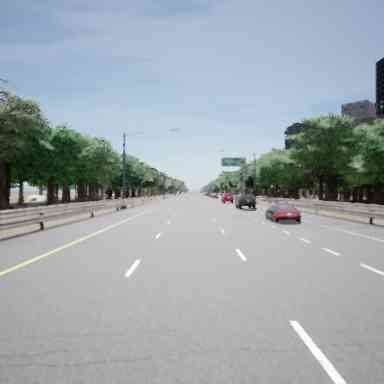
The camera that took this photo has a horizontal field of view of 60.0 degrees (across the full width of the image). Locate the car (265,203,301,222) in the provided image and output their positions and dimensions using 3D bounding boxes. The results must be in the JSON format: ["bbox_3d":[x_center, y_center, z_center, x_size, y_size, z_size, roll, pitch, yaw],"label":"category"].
[{"bbox_3d":[7.034,1.573,26.025,1.994,1.385,4.181,0,0,0],"label":"car"}]

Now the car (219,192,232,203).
[{"bbox_3d":[7.240,1.229,67.953,2.150,2.045,5.566,0,0,0],"label":"car"}]

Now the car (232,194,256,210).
[{"bbox_3d":[7.100,1.232,44.402,2.150,2.045,5.566,0,0,0],"label":"car"}]
